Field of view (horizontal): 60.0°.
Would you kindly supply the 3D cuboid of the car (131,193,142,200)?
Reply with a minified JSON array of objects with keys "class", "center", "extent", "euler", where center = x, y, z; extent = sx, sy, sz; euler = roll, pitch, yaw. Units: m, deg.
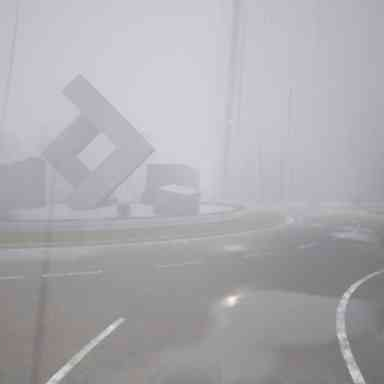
[{"class":"car","center":[-10.956,0.984,67.735],"extent":[1.994,1.385,4.181],"euler":[0,0,3]}]
